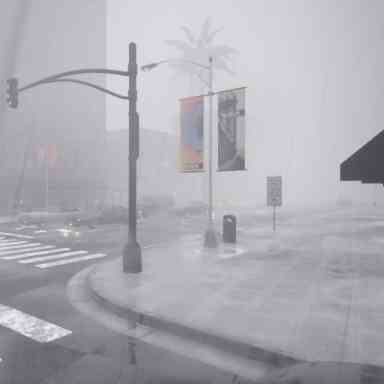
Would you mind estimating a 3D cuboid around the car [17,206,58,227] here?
[{"bbox_3d":[-9.356,1.615,22.989,1.895,1.301,4.718,0,0,35],"label":"car"}]

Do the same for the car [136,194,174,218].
[{"bbox_3d":[-3.720,1.252,30.963,2.150,2.045,5.566,0,0,35],"label":"car"}]

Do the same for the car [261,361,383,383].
[{"bbox_3d":[2.173,1.551,1.296,4.403,1.369,2.008,0,0,36],"label":"car"}]

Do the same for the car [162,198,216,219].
[{"bbox_3d":[-0.144,1.516,30.389,1.882,1.535,5.008,0,0,35],"label":"car"}]

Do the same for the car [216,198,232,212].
[{"bbox_3d":[3.096,1.532,40.597,1.882,1.535,5.008,0,0,35],"label":"car"}]

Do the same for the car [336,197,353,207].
[{"bbox_3d":[24.756,1.620,54.043,2.128,1.511,4.902,0,0,35],"label":"car"}]

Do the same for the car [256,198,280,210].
[{"bbox_3d":[10.358,1.571,45.197,2.128,1.511,4.902,0,0,36],"label":"car"}]

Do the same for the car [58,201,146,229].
[{"bbox_3d":[-5.836,1.568,22.328,2.033,1.411,5.357,0,0,35],"label":"car"}]
